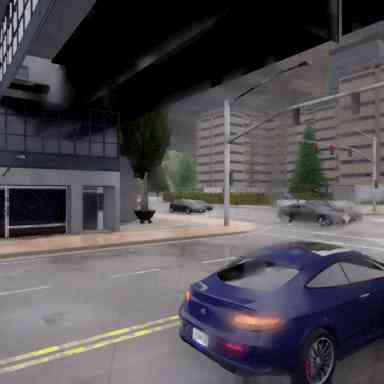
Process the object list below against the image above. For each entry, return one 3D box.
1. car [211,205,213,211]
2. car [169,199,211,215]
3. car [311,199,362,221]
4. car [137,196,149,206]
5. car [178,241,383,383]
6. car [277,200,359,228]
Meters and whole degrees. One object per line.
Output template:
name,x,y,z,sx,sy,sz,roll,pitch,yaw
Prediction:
car,0.572,1.564,38.366,1.994,1.385,4.181,0,0,-36
car,-0.542,1.503,33.932,1.837,1.490,4.892,0,1,-36
car,10.268,1.351,25.041,2.097,1.767,4.553,0,0,-36
car,-8.430,1.354,50.869,2.097,1.767,4.553,0,0,-36
car,1.980,1.526,5.210,4.674,1.442,1.812,0,0,-35
car,7.992,1.492,22.225,2.128,1.511,4.902,0,0,-36
